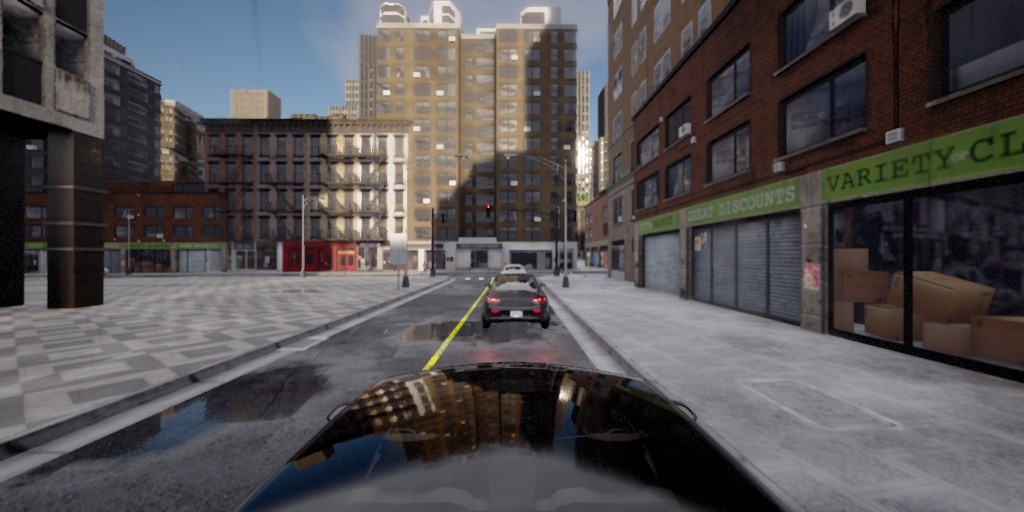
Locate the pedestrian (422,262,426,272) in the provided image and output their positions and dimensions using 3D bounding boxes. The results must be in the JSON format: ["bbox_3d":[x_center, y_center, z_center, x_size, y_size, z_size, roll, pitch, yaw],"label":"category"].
[{"bbox_3d":[-10.160,0.900,41.302,0.375,1.860,0.375,0,0,-1],"label":"pedestrian"}]

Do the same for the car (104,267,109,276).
[{"bbox_3d":[-45.411,1.515,37.775,4.674,1.442,1.812,0,0,0],"label":"car"}]

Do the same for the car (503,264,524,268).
[{"bbox_3d":[0.091,1.233,22.916,1.812,1.442,4.674,0,0,-1],"label":"car"}]

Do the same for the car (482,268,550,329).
[{"bbox_3d":[0.097,1.259,11.110,1.812,1.442,4.674,0,0,0],"label":"car"}]
